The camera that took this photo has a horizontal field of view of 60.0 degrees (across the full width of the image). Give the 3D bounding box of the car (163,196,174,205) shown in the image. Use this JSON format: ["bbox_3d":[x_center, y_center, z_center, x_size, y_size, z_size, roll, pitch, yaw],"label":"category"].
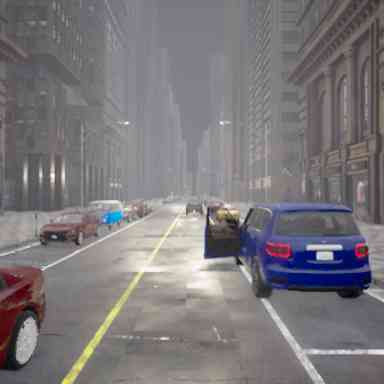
[{"bbox_3d":[-5.397,2.034,72.183,1.802,1.307,4.206,0,0,0],"label":"car"}]

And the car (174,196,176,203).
[{"bbox_3d":[-5.368,2.055,77.802,1.947,1.339,4.313,0,0,0],"label":"car"}]

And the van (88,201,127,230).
[{"bbox_3d":[-5.656,1.471,21.621,1.690,1.788,3.998,0,0,0],"label":"van"}]

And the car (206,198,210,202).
[{"bbox_3d":[2.985,1.850,44.062,1.802,1.307,4.206,0,0,0],"label":"car"}]

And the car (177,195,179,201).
[{"bbox_3d":[-5.310,2.109,89.038,1.887,1.381,4.507,0,0,0],"label":"car"}]

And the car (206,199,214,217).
[{"bbox_3d":[2.956,1.815,38.444,1.802,1.307,4.206,0,0,0],"label":"car"}]

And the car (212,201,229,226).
[{"bbox_3d":[2.899,1.691,27.376,1.752,1.417,4.829,0,0,0],"label":"car"}]

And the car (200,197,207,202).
[{"bbox_3d":[3.244,2.153,94.629,2.008,1.369,4.403,0,0,0],"label":"car"}]

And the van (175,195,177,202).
[{"bbox_3d":[-5.339,1.868,83.421,1.690,1.788,3.998,0,0,0],"label":"van"}]

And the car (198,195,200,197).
[{"bbox_3d":[3.186,1.842,83.393,2.192,1.841,5.009,0,0,0],"label":"car"}]

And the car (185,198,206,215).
[{"bbox_3d":[0.256,1.725,36.378,1.837,1.490,4.892,0,0,0],"label":"car"}]

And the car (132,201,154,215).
[{"bbox_3d":[-5.570,1.757,38.305,1.752,1.417,4.829,0,0,0],"label":"car"}]

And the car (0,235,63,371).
[{"bbox_3d":[-3.089,1.495,2.899,1.882,1.535,5.008,0,0,0],"label":"car"}]

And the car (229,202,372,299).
[{"bbox_3d":[2.435,1.274,8.751,2.150,2.045,5.566,0,0,0],"label":"car"}]

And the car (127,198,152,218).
[{"bbox_3d":[-5.598,1.514,32.858,2.192,1.841,5.009,0,0,0],"label":"car"}]

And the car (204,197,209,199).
[{"bbox_3d":[3.014,1.830,49.851,1.752,1.417,4.829,0,0,0],"label":"car"}]

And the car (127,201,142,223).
[{"bbox_3d":[-5.627,1.715,27.238,2.008,1.369,4.403,0,0,0],"label":"car"}]

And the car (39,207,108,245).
[{"bbox_3d":[-5.684,1.641,16.001,1.887,1.381,4.507,0,0,0],"label":"car"}]
